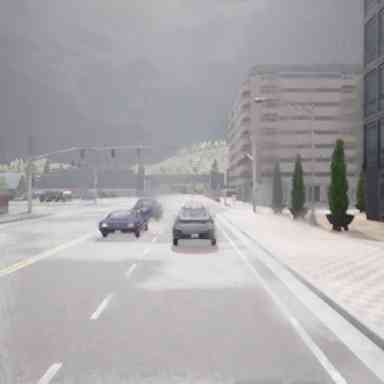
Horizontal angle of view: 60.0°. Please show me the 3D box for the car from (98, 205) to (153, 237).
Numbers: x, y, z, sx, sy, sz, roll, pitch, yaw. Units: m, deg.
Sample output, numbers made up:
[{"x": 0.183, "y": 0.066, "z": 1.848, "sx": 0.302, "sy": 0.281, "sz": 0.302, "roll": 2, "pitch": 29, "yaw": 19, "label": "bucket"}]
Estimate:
[{"x": -3.440, "y": 1.576, "z": 17.701, "sx": 1.895, "sy": 1.301, "sz": 4.718, "roll": 0, "pitch": 0, "yaw": 0, "label": "car"}]

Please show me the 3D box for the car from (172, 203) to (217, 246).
[{"x": 0.104, "y": 1.470, "z": 15.254, "sx": 2.128, "sy": 1.511, "sz": 4.902, "roll": 0, "pitch": 0, "yaw": 0, "label": "car"}]

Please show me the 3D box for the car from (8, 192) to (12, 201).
[{"x": -38.907, "y": 1.265, "z": 70.654, "sx": 1.784, "sy": 1.438, "sz": 3.905, "roll": 0, "pitch": 0, "yaw": 0, "label": "car"}]

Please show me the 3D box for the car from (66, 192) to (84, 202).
[{"x": -30.186, "y": 1.275, "z": 85.722, "sx": 1.970, "sy": 1.475, "sz": 3.806, "roll": 0, "pitch": 0, "yaw": 0, "label": "car"}]

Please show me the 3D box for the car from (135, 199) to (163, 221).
[{"x": -3.492, "y": 1.314, "z": 26.686, "sx": 2.097, "sy": 1.767, "sz": 4.553, "roll": 0, "pitch": 0, "yaw": 0, "label": "car"}]

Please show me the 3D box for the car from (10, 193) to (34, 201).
[{"x": -36.012, "y": 1.297, "z": 70.642, "sx": 1.970, "sy": 1.475, "sz": 3.806, "roll": 0, "pitch": 0, "yaw": 0, "label": "car"}]
